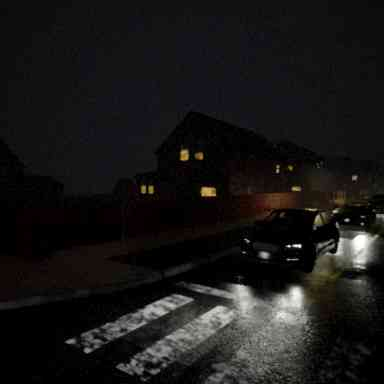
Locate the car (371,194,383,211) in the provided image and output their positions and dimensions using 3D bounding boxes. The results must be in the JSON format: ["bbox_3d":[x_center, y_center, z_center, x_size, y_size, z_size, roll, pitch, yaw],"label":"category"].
[{"bbox_3d":[16.833,0.937,29.580,1.882,1.535,5.008,2,2,35],"label":"car"}]

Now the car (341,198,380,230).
[{"bbox_3d":[8.917,1.212,18.406,1.994,1.385,4.181,2,2,34],"label":"car"}]

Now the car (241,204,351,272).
[{"bbox_3d":[3.210,1.277,10.298,2.128,1.511,4.902,2,2,35],"label":"car"}]
